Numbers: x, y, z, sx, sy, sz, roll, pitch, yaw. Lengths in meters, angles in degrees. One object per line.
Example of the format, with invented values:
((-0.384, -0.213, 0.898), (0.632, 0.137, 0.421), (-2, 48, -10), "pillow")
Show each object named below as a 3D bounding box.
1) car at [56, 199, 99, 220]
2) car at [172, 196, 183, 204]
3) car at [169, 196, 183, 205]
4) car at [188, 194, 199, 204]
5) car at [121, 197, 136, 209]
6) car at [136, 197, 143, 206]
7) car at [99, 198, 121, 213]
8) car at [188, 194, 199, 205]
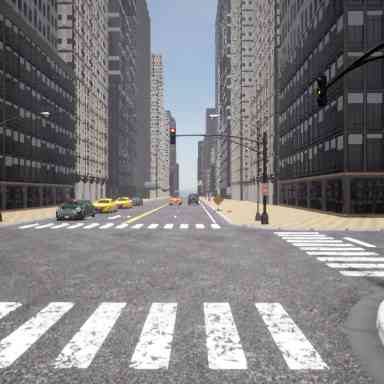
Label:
((-9.769, 1.374, 28.208), (2.097, 1.767, 4.553), (0, 0, 0), "car")
((-2.978, 1.633, 70.104), (2.128, 1.511, 4.902), (0, 0, 0), "car")
((-2.978, 1.452, 59.916), (2.097, 1.767, 4.553), (0, 0, 0), "car")
((0.274, 1.361, 70.335), (2.150, 2.045, 5.566), (0, 0, 0), "car")
((-9.712, 1.538, 47.077), (1.882, 1.535, 5.008), (0, 0, 0), "car")
((-9.641, 1.640, 57.725), (2.033, 1.411, 5.357), (0, 0, 1), "car")
((-9.745, 1.516, 37.395), (1.882, 1.535, 5.008), (0, 0, 0), "car")
((0.272, 1.606, 60.127), (1.837, 1.490, 4.892), (0, 0, 0), "car")
